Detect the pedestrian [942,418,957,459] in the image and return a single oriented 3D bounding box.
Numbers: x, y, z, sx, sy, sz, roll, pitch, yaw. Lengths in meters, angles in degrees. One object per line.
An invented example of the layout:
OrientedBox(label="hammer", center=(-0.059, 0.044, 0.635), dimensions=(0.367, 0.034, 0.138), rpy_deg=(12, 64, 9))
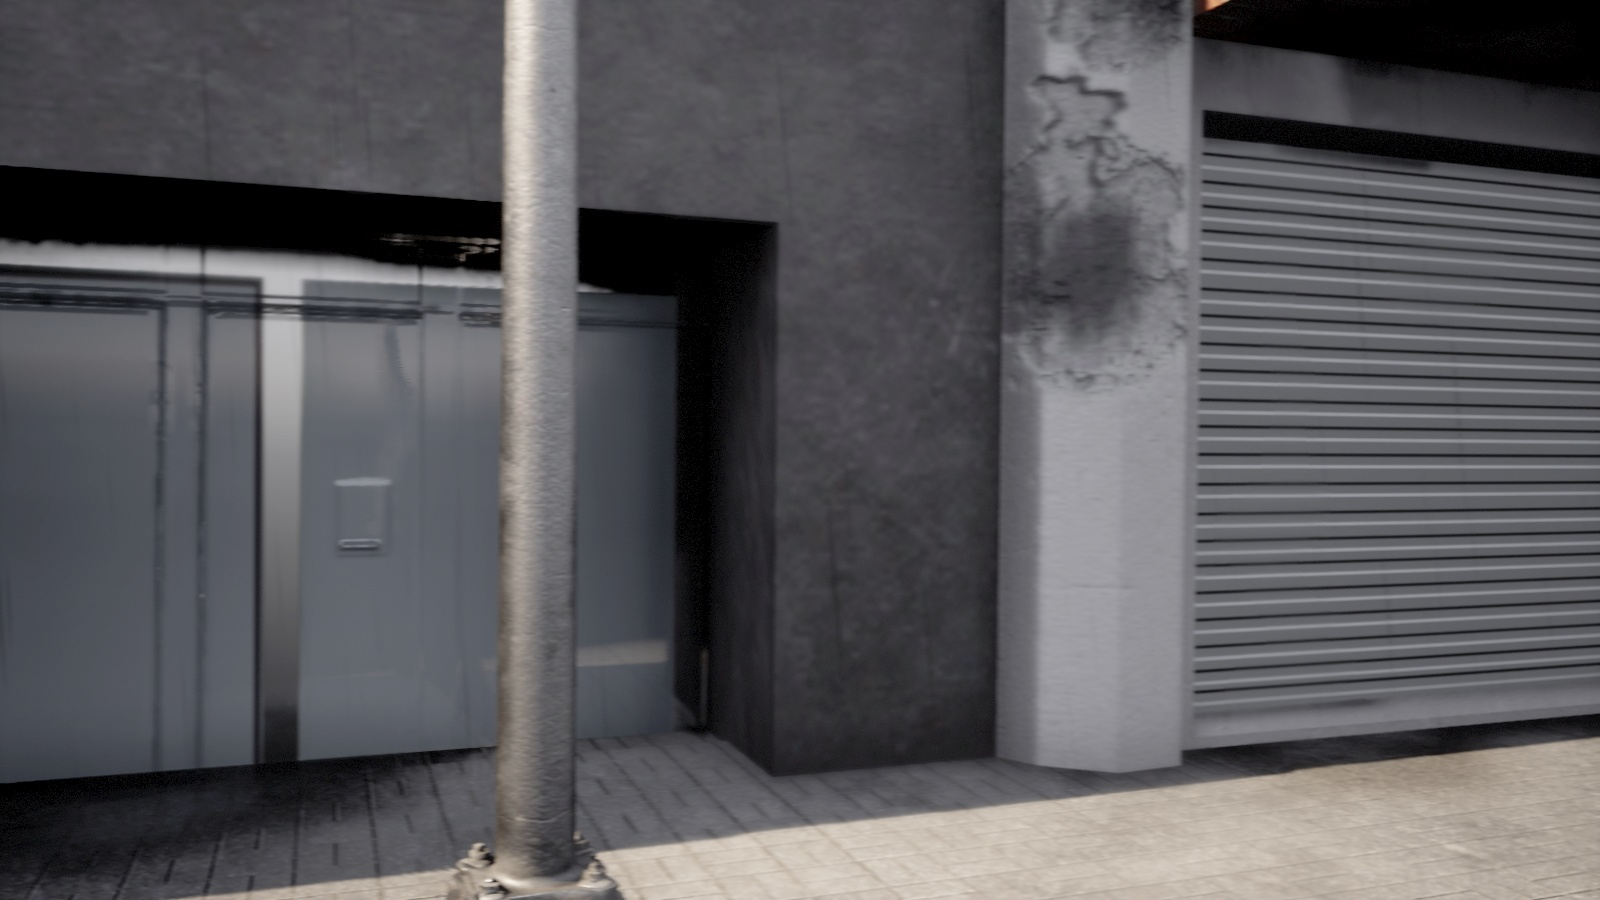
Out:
OrientedBox(label="pedestrian", center=(7.028, -0.530, 59.113), dimensions=(0.396, 1.930, 0.692), rpy_deg=(-1, 1, -22))
